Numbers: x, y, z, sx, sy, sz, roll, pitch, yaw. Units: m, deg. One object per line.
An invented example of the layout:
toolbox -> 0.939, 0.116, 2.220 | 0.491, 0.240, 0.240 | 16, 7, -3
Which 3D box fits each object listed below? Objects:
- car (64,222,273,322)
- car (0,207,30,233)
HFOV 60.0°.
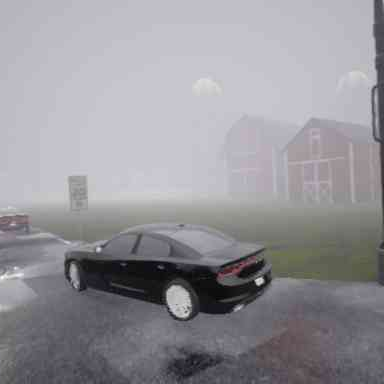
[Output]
car -> -0.797, 1.413, 7.146 | 5.008, 1.535, 1.882 | -2, 3, 38
car -> -11.159, 1.652, 19.974 | 1.882, 1.535, 5.008 | -3, 1, -37
